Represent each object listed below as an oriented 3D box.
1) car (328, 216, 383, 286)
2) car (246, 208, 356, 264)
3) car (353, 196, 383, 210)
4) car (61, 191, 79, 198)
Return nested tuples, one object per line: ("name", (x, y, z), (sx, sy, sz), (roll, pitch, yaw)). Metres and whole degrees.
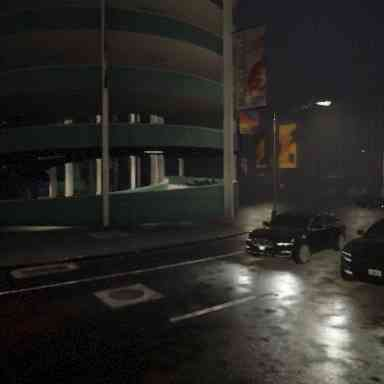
("car", (5.638, 1.404, 8.670), (5.008, 1.535, 1.882), (0, 0, -43))
("car", (3.822, 1.429, 11.720), (4.892, 1.490, 1.837), (0, 0, -45))
("car", (19.914, 1.212, 37.308), (1.837, 1.490, 4.892), (0, 1, -2))
("car", (-20.779, 0.882, 56.867), (2.435, 2.045, 5.566), (-1, 0, -36))
